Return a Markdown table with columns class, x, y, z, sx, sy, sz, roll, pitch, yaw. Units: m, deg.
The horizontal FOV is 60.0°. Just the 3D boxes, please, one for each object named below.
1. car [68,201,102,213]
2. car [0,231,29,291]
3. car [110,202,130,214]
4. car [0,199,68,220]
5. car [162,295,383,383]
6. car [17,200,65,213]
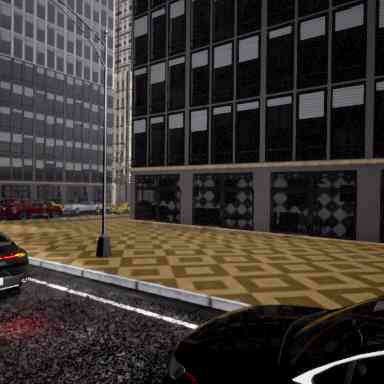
| class | x | y | z | sx | sy | sz | roll | pitch | yaw |
| --- | --- | --- | --- | --- | --- | --- | --- | --- | --- |
| car | -13.180 | 1.795 | 40.700 | 1.895 | 1.301 | 4.718 | 1 | 0 | 37 |
| car | -5.742 | 1.500 | 7.811 | 4.892 | 1.490 | 1.837 | 0 | 0 | 36 |
| car | -7.341 | 1.830 | 38.862 | 1.752 | 1.417 | 4.829 | 1 | 0 | 37 |
| car | -14.172 | 1.519 | 29.675 | 2.192 | 1.841 | 5.009 | 1 | 0 | 37 |
| car | 1.974 | 1.505 | 2.266 | 4.892 | 1.490 | 1.837 | 0 | 0 | 36 |
| car | -17.635 | 1.643 | 39.063 | 1.752 | 1.417 | 4.829 | 1 | 0 | 37 |
